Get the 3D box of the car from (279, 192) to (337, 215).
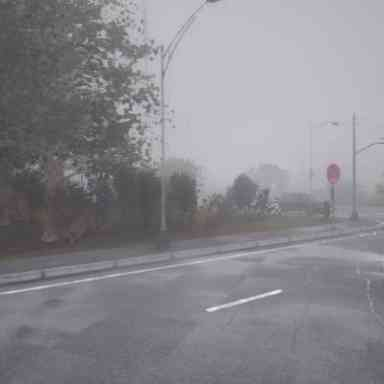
[{"bbox_3d":[10.776,1.100,31.477,2.150,2.045,5.566,-1,2,-32],"label":"car"}]
